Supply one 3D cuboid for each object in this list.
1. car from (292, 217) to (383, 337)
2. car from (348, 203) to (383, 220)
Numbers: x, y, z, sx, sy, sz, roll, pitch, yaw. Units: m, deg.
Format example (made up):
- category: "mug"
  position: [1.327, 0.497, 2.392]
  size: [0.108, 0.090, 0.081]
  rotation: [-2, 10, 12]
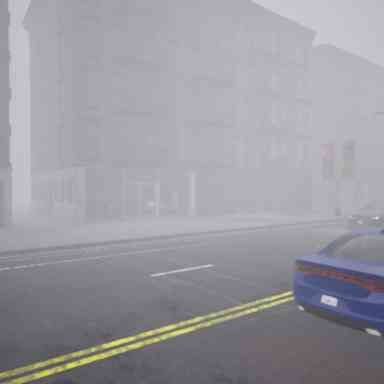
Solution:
- category: "car"
  position: [4.026, 1.421, 6.313]
  size: [5.008, 1.535, 1.882]
  rotation: [-1, 0, -35]
- category: "car"
  position: [11.111, 1.366, 19.590]
  size: [4.674, 1.442, 1.812]
  rotation: [0, 0, -35]
